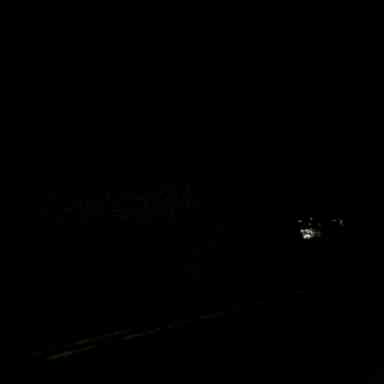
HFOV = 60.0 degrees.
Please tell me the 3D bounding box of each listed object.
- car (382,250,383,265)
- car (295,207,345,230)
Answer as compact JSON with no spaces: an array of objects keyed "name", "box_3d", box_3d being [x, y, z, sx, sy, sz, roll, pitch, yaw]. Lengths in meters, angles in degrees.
[{"name":"car","box_3d":[7.347,1.338,8.996,5.566,2.045,2.150,1,0,-36]},{"name":"car","box_3d":[8.787,1.780,23.173,4.181,1.385,1.994,1,0,-36]}]
